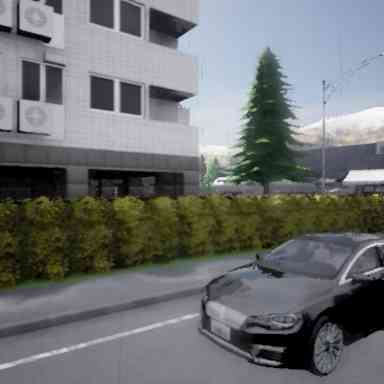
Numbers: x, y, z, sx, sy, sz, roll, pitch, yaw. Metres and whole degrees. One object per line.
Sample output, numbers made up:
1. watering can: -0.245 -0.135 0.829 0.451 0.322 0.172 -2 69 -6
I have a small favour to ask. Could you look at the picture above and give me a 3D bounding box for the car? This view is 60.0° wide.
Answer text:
1. car: 2.361 1.492 5.655 4.902 1.511 2.128 0 0 -35
